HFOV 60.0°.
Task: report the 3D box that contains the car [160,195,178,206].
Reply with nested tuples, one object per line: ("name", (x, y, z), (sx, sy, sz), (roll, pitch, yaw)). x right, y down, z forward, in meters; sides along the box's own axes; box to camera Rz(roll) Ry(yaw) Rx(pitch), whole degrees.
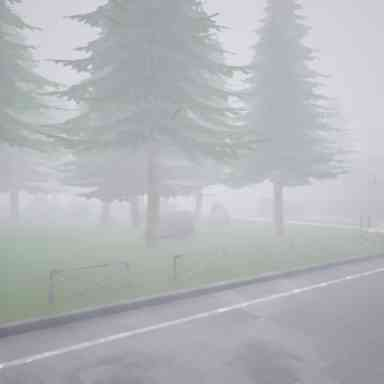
("car", (-4.810, 1.625, 67.822), (2.150, 2.045, 5.566), (1, 0, -20))

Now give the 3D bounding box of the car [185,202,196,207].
("car", (-0.671, 1.962, 58.712), (1.994, 1.385, 4.181), (1, 0, -25))

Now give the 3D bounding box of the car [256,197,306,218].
("car", (9.346, 1.610, 35.517), (2.150, 2.045, 5.566), (1, 0, -35))

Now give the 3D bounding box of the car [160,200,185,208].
("car", (-3.468, 1.928, 56.186), (1.994, 1.385, 4.181), (1, 0, -27))
